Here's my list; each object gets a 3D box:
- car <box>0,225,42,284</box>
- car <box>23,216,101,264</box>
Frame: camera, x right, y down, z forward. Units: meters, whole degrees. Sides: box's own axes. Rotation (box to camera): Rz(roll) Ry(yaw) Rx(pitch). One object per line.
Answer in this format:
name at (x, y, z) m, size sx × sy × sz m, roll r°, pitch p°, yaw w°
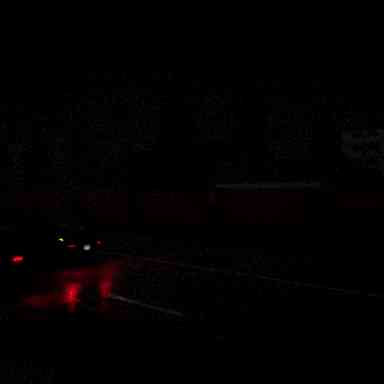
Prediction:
car at (-6.362, 1.624, 8.705) m, size 5.357 × 1.411 × 2.033 m, roll 0°, pitch -1°, yaw 37°
car at (-5.271, 1.628, 12.269) m, size 4.674 × 1.442 × 1.812 m, roll 0°, pitch -1°, yaw 37°
